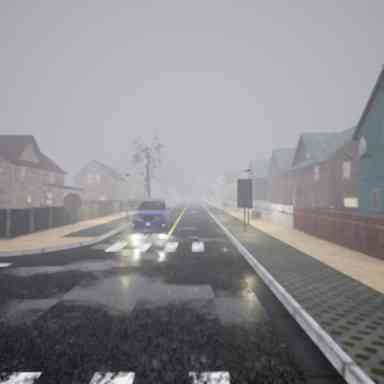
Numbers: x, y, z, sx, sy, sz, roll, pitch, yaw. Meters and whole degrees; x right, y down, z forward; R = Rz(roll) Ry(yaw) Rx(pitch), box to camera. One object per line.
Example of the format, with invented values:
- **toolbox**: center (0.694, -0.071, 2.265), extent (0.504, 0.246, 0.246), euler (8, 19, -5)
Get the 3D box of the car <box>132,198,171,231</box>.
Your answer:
- **car**: center (-2.630, 1.524, 22.838), extent (2.150, 2.045, 5.566), euler (0, 1, 0)
